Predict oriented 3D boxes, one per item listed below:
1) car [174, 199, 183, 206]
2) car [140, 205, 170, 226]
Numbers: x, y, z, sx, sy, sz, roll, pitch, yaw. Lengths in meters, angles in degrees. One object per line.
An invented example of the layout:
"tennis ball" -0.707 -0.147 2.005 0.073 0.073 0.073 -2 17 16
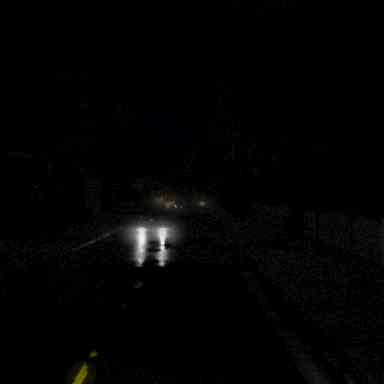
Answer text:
"car" -2.805 2.161 71.789 2.033 1.411 5.357 0 0 0
"car" -2.790 1.756 25.536 1.837 1.490 4.892 0 -1 0
